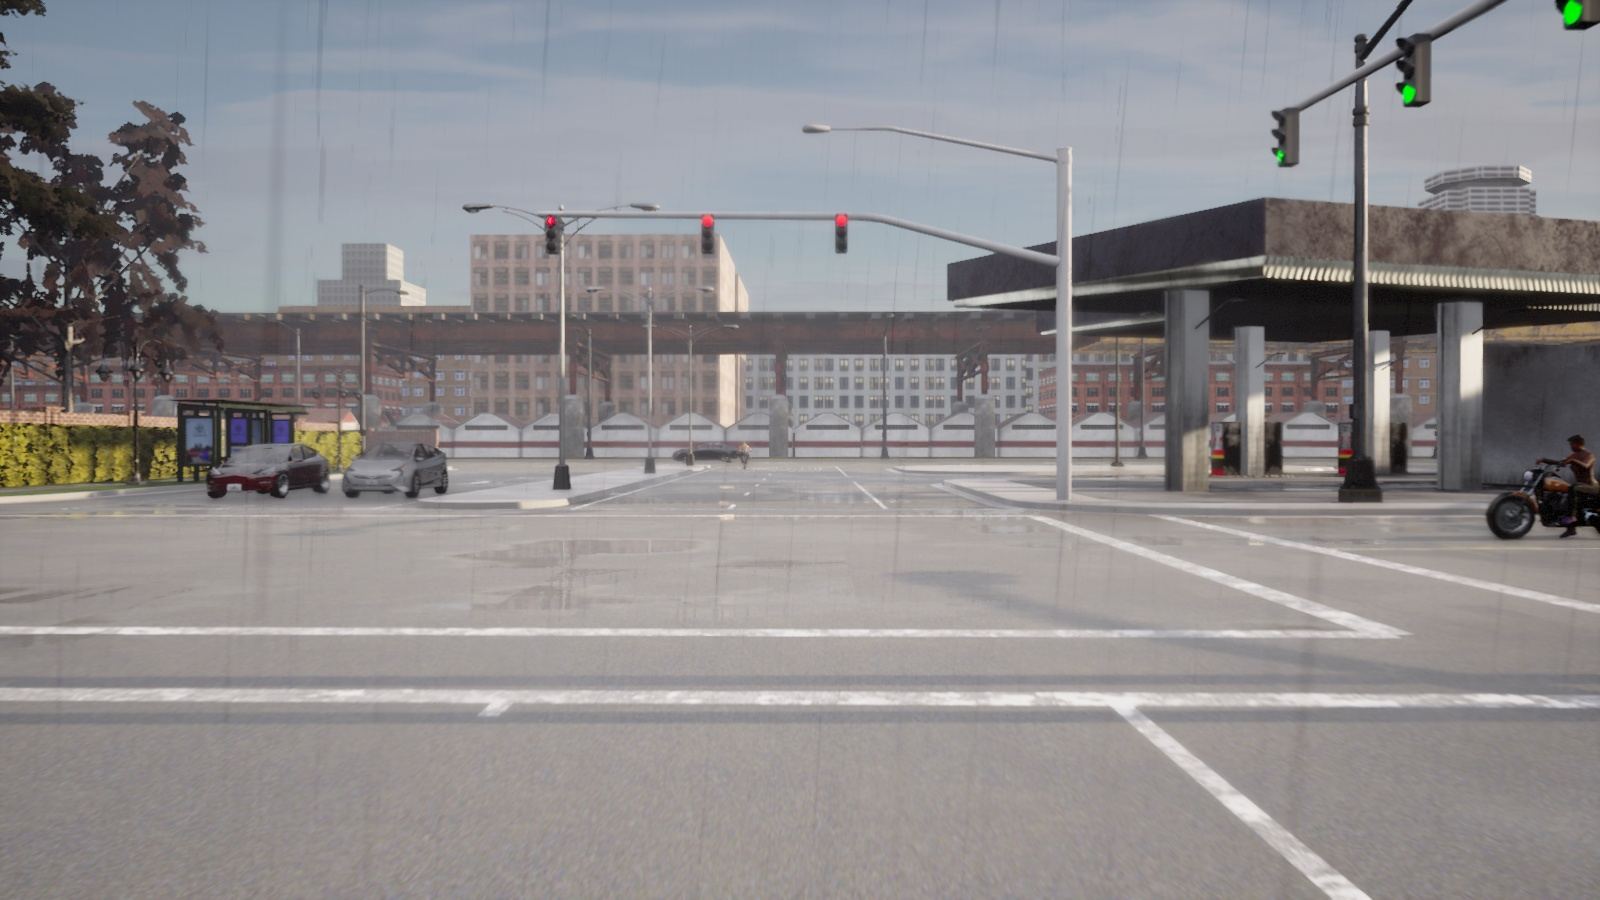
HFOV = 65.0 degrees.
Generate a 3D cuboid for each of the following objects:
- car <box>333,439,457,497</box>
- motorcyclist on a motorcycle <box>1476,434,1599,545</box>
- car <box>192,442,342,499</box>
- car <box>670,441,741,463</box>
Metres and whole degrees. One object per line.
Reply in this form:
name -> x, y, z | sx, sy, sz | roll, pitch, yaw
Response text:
car -> -11.284, 0.467, 35.302 | 2.007, 1.525, 4.514 | 0, 0, 0
motorcyclist on a motorcycle -> 11.660, 0.588, 19.107 | 2.350, 1.649, 0.766 | 0, 0, -1
car -> -14.806, 0.518, 35.206 | 2.163, 1.488, 4.792 | 0, 0, 0
car -> -6.658, 0.151, 88.922 | 4.902, 1.511, 2.128 | 0, 0, 1
